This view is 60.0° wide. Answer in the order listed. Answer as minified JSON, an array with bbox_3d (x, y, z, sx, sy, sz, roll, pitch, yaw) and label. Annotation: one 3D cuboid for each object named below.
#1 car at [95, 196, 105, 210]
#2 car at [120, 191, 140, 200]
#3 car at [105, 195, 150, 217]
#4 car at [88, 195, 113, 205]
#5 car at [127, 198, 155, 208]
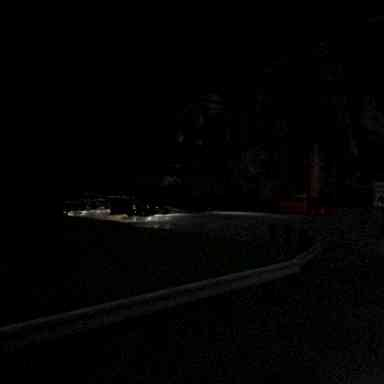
[{"bbox_3d":[-12.887,1.199,44.106,2.150,2.045,5.566,0,2,-44],"label":"car"},{"bbox_3d":[-15.293,0.844,81.625,2.150,2.045,5.566,0,1,-45],"label":"car"},{"bbox_3d":[-6.014,1.376,32.170,2.097,1.767,4.553,0,0,-45],"label":"car"},{"bbox_3d":[-15.782,1.369,57.070,1.882,1.535,5.008,0,1,-44],"label":"car"},{"bbox_3d":[-7.540,1.553,48.662,1.994,1.385,4.181,0,0,-44],"label":"car"}]
